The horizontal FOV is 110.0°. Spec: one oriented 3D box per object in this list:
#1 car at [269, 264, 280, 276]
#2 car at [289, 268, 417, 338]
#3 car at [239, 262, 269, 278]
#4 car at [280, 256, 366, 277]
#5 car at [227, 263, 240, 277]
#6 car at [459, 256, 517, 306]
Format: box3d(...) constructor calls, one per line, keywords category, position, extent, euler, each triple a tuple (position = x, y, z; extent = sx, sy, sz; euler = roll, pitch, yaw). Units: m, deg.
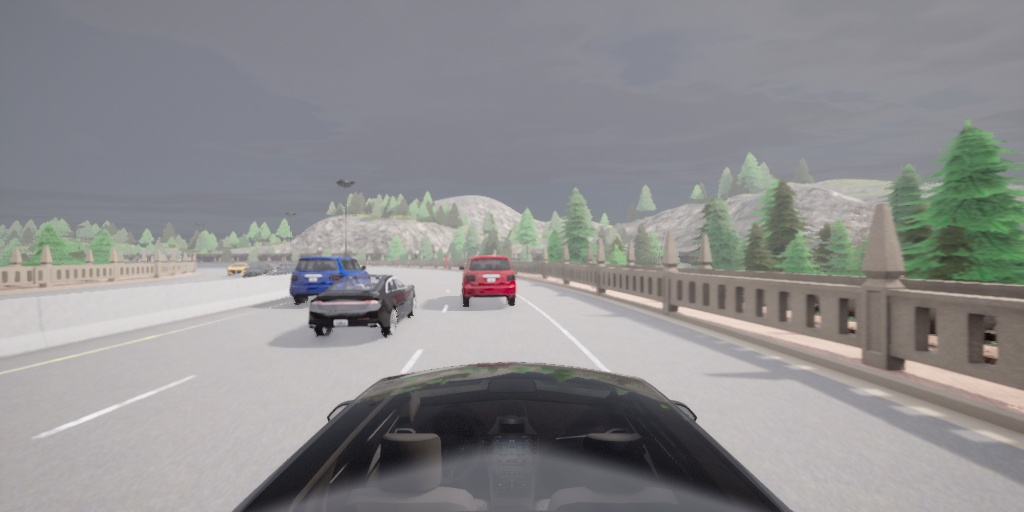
box3d(category="car", position=(-19.776, 1.512, 32.069), extent=(1.994, 1.385, 4.181), euler=(0, 0, -21))
box3d(category="car", position=(-4.018, 1.278, 10.381), extent=(2.128, 1.511, 4.902), euler=(0, 0, -5))
box3d(category="car", position=(-24.739, 1.501, 35.206), extent=(1.837, 1.490, 4.892), euler=(0, 0, -24))
box3d(category="car", position=(-8.343, 1.047, 16.932), extent=(2.150, 2.045, 5.566), euler=(0, 0, -9))
box3d(category="car", position=(-32.100, 1.569, 42.324), extent=(1.882, 1.535, 5.008), euler=(0, -1, -29))
box3d(category="car", position=(-1.169, 1.014, 16.204), extent=(2.150, 2.045, 5.566), euler=(0, 0, -8))
